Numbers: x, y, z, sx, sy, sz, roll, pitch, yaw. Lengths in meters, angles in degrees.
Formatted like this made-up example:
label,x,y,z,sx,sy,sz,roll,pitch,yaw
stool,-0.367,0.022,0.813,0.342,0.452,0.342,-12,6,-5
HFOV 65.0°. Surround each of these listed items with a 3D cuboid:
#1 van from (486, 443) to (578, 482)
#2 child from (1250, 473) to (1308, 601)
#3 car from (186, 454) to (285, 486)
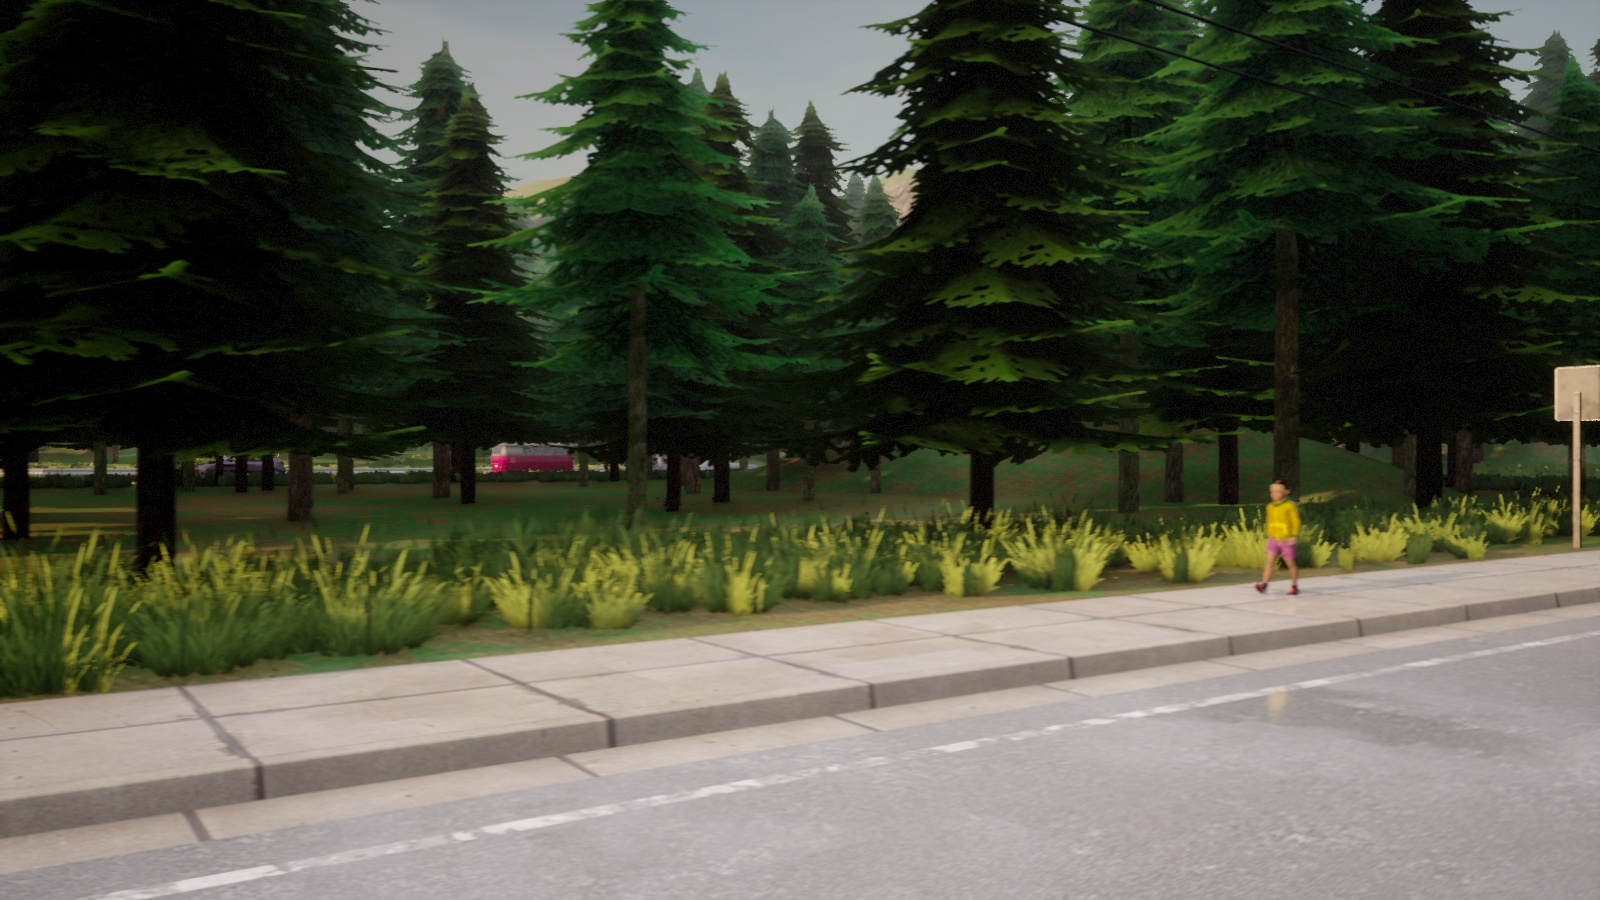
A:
label,x,y,z,sx,sy,sz,roll,pitch,yaw
van,-14.329,0.662,67.231,4.442,1.987,1.775,0,0,-35
child,4.469,0.797,11.710,0.473,1.160,0.299,0,0,-37
car,-27.869,0.961,62.013,4.193,1.474,1.816,0,0,-35
